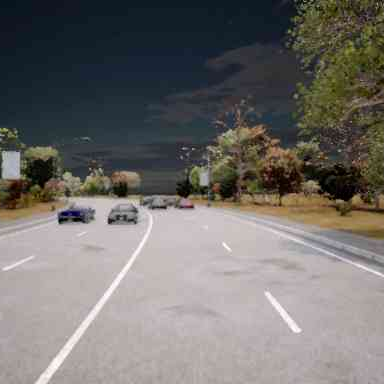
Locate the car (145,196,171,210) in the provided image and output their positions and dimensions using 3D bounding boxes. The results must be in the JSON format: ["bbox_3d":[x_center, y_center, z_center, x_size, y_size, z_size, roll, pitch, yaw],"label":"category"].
[{"bbox_3d":[-4.426,1.501,42.589,1.994,1.385,4.181,0,0,-15],"label":"car"}]

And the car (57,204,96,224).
[{"bbox_3d":[-8.390,1.569,24.489,1.895,1.301,4.718,0,0,-6],"label":"car"}]

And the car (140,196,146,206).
[{"bbox_3d":[-7.023,1.427,52.108,1.837,1.490,4.892,0,0,-19],"label":"car"}]

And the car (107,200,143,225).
[{"bbox_3d":[-4.816,1.533,23.804,1.994,1.385,4.181,0,0,-6],"label":"car"}]

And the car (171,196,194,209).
[{"bbox_3d":[-1.059,1.501,43.571,1.994,1.385,4.181,0,0,-15],"label":"car"}]
